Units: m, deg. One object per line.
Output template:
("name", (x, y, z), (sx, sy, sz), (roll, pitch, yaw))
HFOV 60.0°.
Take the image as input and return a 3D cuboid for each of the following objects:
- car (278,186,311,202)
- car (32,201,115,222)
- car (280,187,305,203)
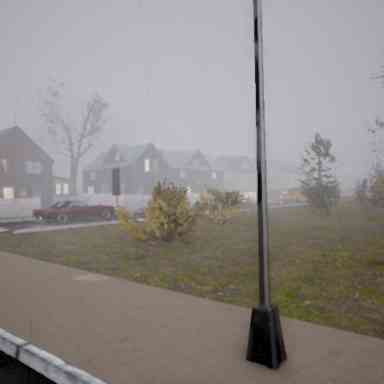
("car", (14.935, 0.263, 48.241), (2.150, 2.045, 5.566), (-2, 0, 43))
("car", (-7.232, 1.177, 20.844), (1.895, 1.301, 4.718), (-2, 0, 43))
("car", (13.481, 0.534, 42.633), (1.882, 1.535, 5.008), (-2, 0, 44))
